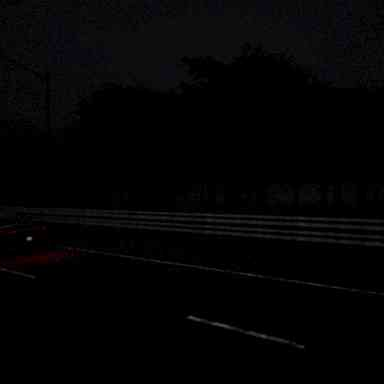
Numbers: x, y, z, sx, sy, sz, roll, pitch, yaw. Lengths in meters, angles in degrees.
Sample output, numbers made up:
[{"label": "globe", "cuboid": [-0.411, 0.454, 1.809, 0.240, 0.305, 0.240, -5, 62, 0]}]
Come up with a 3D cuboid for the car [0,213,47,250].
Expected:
[{"label": "car", "cuboid": [-8.137, 1.616, 13.970, 5.008, 1.535, 1.882, 0, 0, 36]}]
